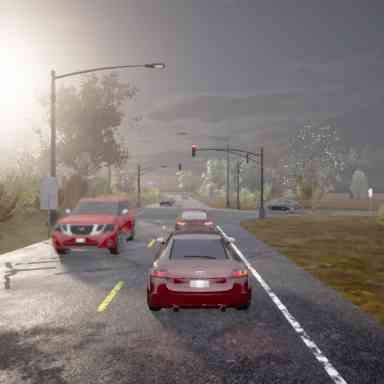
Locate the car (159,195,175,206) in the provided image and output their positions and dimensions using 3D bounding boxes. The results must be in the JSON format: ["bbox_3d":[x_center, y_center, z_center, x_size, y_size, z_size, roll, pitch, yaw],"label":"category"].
[{"bbox_3d":[-4.158,1.603,53.151,1.895,1.301,4.718,0,0,-1],"label":"car"}]

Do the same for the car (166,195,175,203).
[{"bbox_3d":[-4.607,1.482,72.715,1.882,1.535,5.008,0,0,-2],"label":"car"}]

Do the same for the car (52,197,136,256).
[{"bbox_3d":[-3.658,1.223,13.562,2.150,2.045,5.566,0,0,-1],"label":"car"}]

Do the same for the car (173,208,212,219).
[{"bbox_3d":[0.061,1.526,16.544,1.812,1.442,4.674,0,0,-2],"label":"car"}]

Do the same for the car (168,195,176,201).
[{"bbox_3d":[-4.969,1.484,83.162,1.882,1.535,5.008,0,0,-2],"label":"car"}]

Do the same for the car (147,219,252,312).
[{"bbox_3d":[0.099,1.564,7.784,1.994,1.385,4.181,0,0,-1],"label":"car"}]

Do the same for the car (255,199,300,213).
[{"bbox_3d":[9.338,1.500,36.404,4.902,1.511,2.128,0,0,-10],"label":"car"}]

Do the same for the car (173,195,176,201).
[{"bbox_3d":[-4.366,1.567,62.340,1.994,1.385,4.181,0,0,-1],"label":"car"}]
